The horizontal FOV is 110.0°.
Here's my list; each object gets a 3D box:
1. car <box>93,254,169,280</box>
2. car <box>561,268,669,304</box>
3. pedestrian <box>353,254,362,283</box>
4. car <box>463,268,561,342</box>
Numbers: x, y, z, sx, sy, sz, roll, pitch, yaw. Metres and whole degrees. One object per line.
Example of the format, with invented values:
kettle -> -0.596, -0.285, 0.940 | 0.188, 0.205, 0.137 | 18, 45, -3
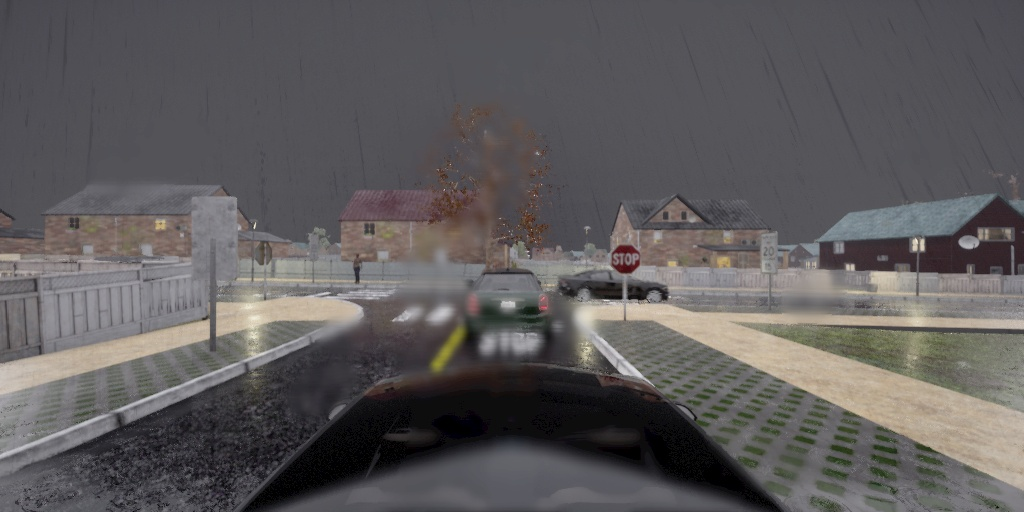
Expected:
car -> -16.865, 0.798, 16.481 | 4.553, 1.767, 2.097 | 1, 0, 0
car -> 4.611, 1.358, 16.559 | 5.008, 1.535, 1.882 | 1, 0, 0
pedestrian -> -9.649, 0.764, 22.369 | 0.375, 1.860, 0.375 | 0, -2, 0
car -> -0.196, 1.100, 9.980 | 2.097, 1.767, 4.553 | 0, 0, -4
